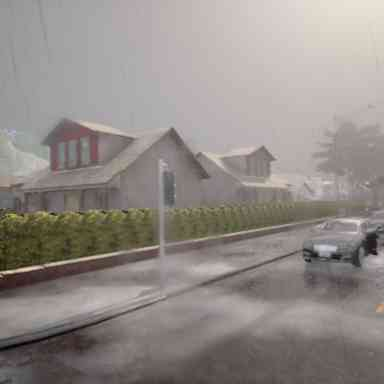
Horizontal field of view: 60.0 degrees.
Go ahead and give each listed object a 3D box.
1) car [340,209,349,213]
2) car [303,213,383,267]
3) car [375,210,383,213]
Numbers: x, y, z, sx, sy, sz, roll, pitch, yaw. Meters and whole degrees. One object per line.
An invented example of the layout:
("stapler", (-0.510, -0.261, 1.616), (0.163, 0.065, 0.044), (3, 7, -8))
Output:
("car", (15.327, 2.189, 38.613), (5.357, 1.415, 2.033), (-3, -2, 41))
("car", (5.766, 1.756, 12.577), (2.128, 1.511, 4.902), (-2, -2, 39))
("car", (12.053, 1.877, 20.440), (1.837, 1.490, 4.892), (-2, -2, 39))
